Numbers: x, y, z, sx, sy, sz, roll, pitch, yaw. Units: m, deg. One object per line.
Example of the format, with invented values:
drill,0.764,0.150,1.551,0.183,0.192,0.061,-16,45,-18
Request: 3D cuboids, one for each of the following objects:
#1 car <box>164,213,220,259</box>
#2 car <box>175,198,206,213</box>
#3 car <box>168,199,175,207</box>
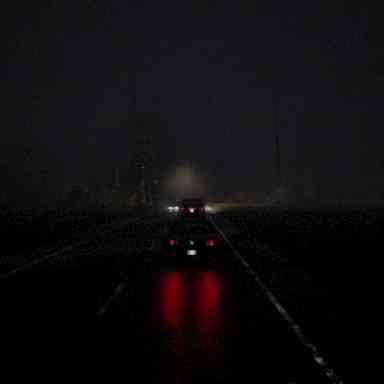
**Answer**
car,0.014,1.733,13.233,1.895,1.301,4.718,0,-1,0
car,0.006,1.501,27.548,2.150,2.045,5.566,0,0,0
car,-3.526,2.156,65.025,2.128,1.511,4.902,0,-1,1
